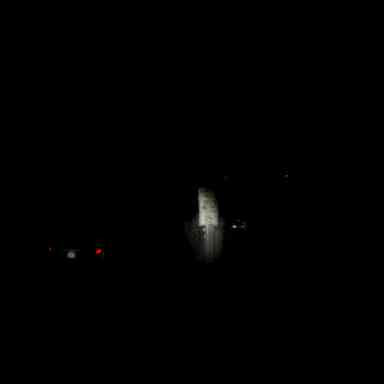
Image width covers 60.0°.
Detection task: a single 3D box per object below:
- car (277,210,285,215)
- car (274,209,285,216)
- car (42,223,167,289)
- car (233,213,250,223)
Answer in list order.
[{"bbox_3d":[24.540,5.568,91.687,1.895,1.301,4.718,-1,-3,18],"label":"car"},{"bbox_3d":[21.375,5.042,82.150,2.097,1.767,4.553,-1,-3,18],"label":"car"},{"bbox_3d":[-2.485,1.758,10.687,2.097,1.767,4.553,-1,-3,18],"label":"car"},{"bbox_3d":[7.161,3.711,48.087,1.895,1.301,4.718,-1,-3,18],"label":"car"}]
